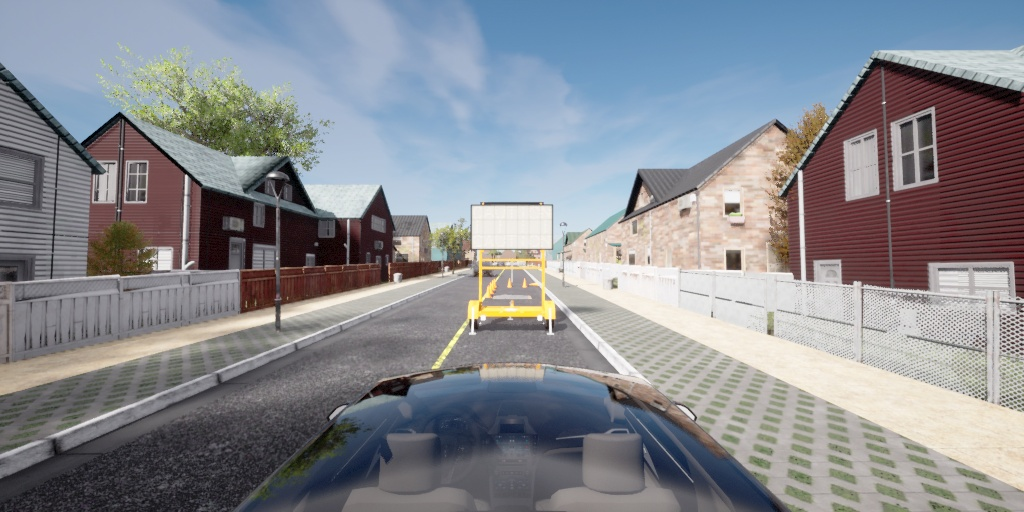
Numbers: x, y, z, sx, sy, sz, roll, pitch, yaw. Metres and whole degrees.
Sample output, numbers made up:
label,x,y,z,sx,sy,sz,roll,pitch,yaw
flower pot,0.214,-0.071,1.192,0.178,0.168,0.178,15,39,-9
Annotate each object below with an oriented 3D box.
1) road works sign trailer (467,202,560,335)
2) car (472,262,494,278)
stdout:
label,x,y,z,sx,sy,sz,roll,pitch,yaw
road works sign trailer,0.001,0.227,10.564,2.380,3.560,2.880,0,0,1
car,-2.831,1.375,36.026,1.837,1.490,4.892,0,0,0
